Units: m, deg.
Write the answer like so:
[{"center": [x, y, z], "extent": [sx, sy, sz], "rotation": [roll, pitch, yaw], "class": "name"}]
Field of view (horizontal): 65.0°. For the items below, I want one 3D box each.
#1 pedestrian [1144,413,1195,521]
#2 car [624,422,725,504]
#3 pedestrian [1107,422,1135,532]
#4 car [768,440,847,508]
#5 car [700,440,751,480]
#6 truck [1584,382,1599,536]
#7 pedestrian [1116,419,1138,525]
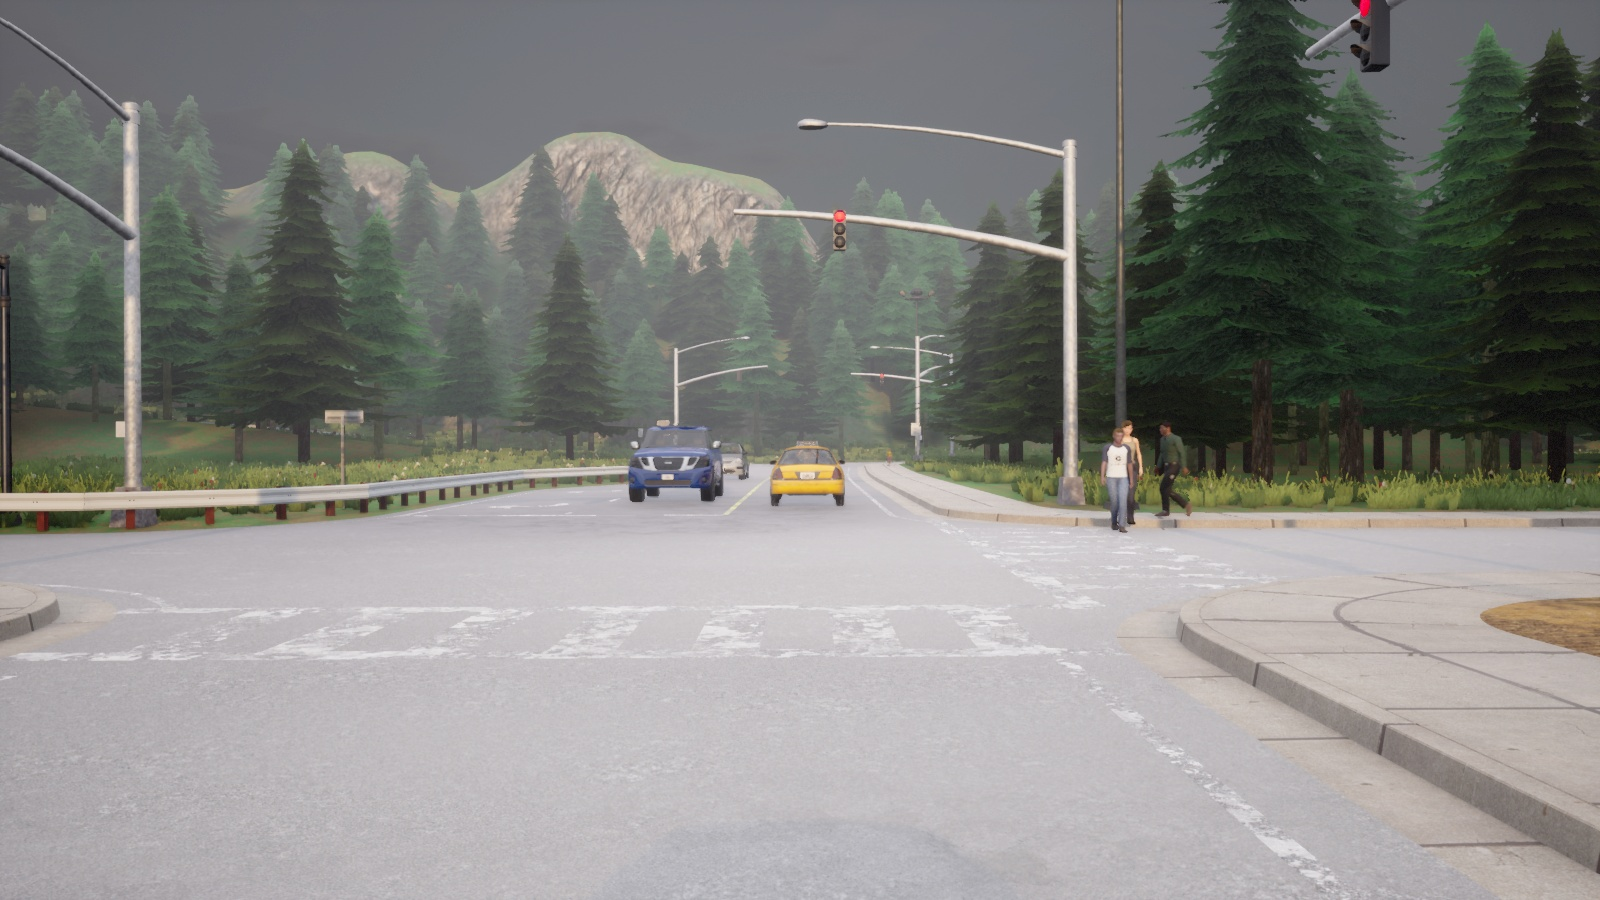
[{"center": [6.728, 0.298, 22.883], "extent": [0.788, 1.949, 0.423], "rotation": [0, 0, -8], "class": "pedestrian"}, {"center": [-3.300, 0.320, 34.164], "extent": [2.150, 2.045, 5.566], "rotation": [0, 0, 0], "class": "car"}, {"center": [5.408, 0.445, 21.180], "extent": [0.354, 1.836, 0.706], "rotation": [0, 0, 6], "class": "pedestrian"}, {"center": [0.187, 0.537, 31.686], "extent": [1.801, 1.575, 5.366], "rotation": [0, 0, 0], "class": "car"}, {"center": [-3.135, 0.403, 53.363], "extent": [1.851, 1.617, 3.988], "rotation": [0, 0, 1], "class": "car"}, {"center": [15.397, 0.143, 19.161], "extent": [5.204, 2.467, 2.627], "rotation": [0, 0, 1], "class": "truck"}, {"center": [5.747, 0.386, 22.055], "extent": [0.345, 1.836, 0.594], "rotation": [0, 0, 12], "class": "pedestrian"}]
